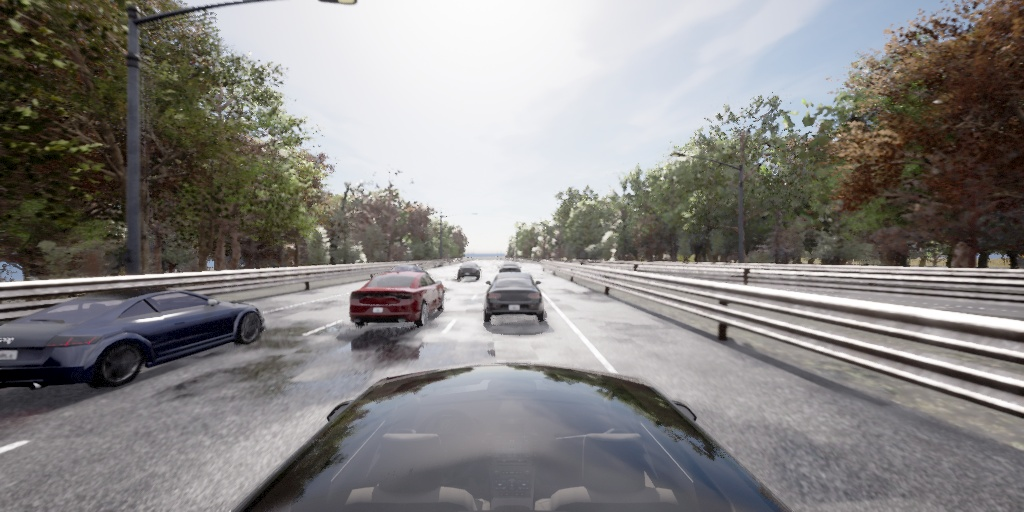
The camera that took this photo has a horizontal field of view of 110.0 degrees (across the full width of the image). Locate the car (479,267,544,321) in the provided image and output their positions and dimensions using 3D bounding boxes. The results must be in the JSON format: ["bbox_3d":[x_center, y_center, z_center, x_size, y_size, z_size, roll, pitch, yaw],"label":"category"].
[{"bbox_3d":[0.052,1.283,12.347,1.812,1.442,4.674,0,0,0],"label":"car"}]

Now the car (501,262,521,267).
[{"bbox_3d":[-0.189,1.281,30.577,1.837,1.490,4.892,0,0,-1],"label":"car"}]

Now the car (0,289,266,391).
[{"bbox_3d":[-6.920,1.319,6.894,1.994,1.385,4.181,0,0,0],"label":"car"}]

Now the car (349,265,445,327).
[{"bbox_3d":[-3.445,1.235,11.649,1.882,1.535,5.008,0,0,0],"label":"car"}]

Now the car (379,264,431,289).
[{"bbox_3d":[-7.082,1.319,24.467,2.033,1.411,5.357,0,0,-1],"label":"car"}]

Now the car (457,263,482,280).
[{"bbox_3d":[-3.709,1.305,31.632,1.812,1.442,4.674,0,0,-1],"label":"car"}]
